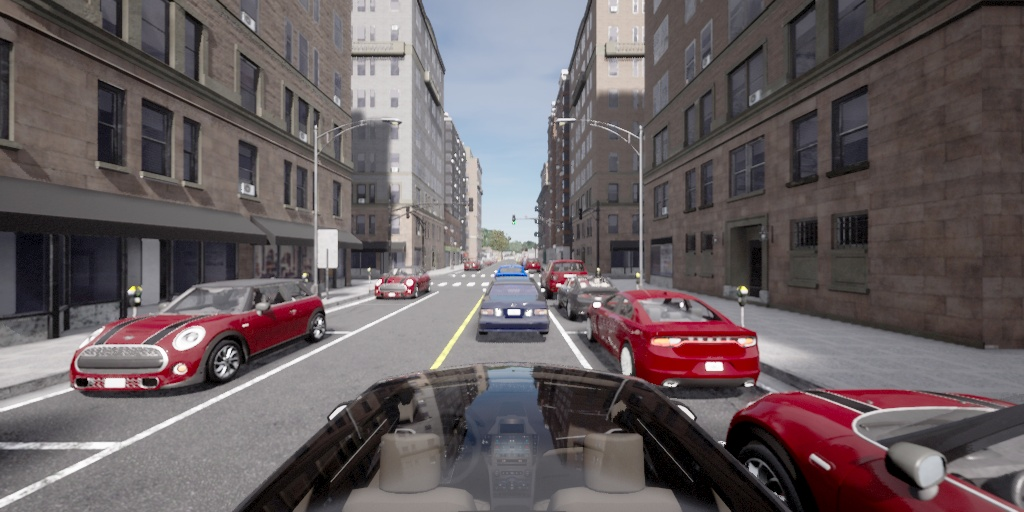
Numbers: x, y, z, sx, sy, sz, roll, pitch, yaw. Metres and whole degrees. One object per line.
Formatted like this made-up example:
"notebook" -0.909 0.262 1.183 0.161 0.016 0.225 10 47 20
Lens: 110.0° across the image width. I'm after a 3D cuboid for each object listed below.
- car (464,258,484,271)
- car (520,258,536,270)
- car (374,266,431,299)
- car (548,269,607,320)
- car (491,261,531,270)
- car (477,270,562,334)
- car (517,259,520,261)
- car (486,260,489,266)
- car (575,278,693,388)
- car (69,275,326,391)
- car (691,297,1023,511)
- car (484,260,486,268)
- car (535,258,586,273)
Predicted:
"car" -5.582 1.195 50.786 2.192 1.841 5.009 0 0 0
"car" 2.556 1.181 45.310 2.192 1.841 5.009 0 0 0
"car" -5.441 1.234 18.227 1.967 1.591 4.097 0 0 0
"car" 2.603 1.330 12.572 2.007 1.370 4.403 0 0 0
"car" -0.018 1.280 21.274 1.882 1.535 5.008 0 0 1
"car" 0.049 1.322 10.614 2.033 1.411 5.357 0 0 0
"car" 2.487 1.224 61.822 2.192 1.841 5.009 0 0 0
"car" -5.614 1.460 61.793 2.007 1.370 4.403 0 0 0
"car" 2.622 1.309 6.890 1.888 1.381 4.507 0 0 0
"car" -5.403 1.204 6.862 1.967 1.591 4.097 0 0 0
"car" 2.642 1.188 1.208 1.967 1.591 4.097 0 0 0
"car" -5.598 1.461 56.289 1.948 1.339 4.313 0 0 0
"car" 2.584 1.109 18.254 2.192 1.841 5.009 0 0 0
